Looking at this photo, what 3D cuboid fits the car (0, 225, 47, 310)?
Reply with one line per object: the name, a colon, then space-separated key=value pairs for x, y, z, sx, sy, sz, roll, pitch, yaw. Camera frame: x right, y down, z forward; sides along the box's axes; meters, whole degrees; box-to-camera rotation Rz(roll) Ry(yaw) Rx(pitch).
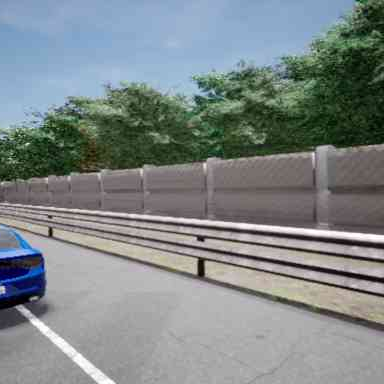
car: x=-4.772 y=1.436 z=7.122 sx=1.882 sy=1.535 sz=5.008 roll=-3 pitch=2 yaw=-42
